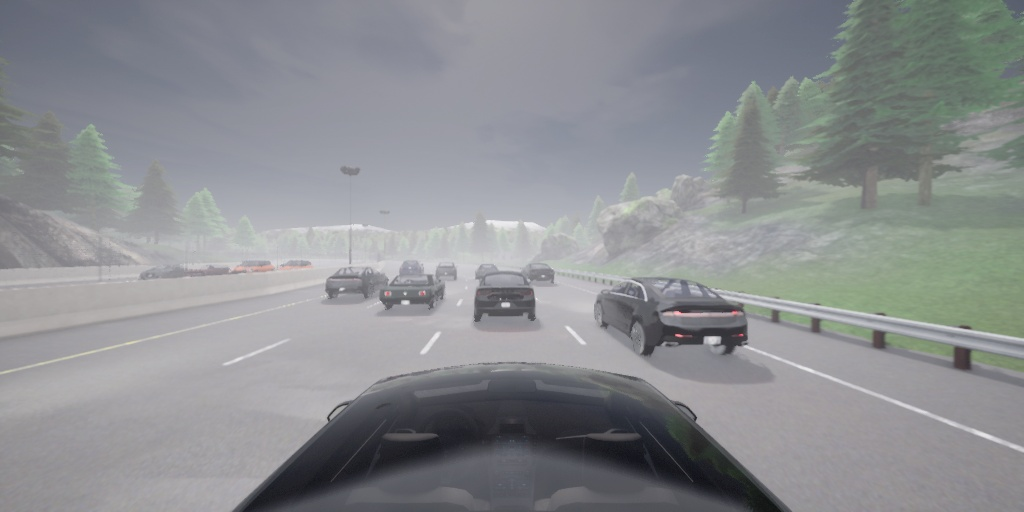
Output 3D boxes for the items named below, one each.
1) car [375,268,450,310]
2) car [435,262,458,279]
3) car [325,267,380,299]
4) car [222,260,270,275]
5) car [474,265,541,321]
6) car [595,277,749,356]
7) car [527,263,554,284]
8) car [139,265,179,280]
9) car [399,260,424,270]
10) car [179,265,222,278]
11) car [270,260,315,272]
[{"bbox_3d":[-3.942,1.378,15.027,1.895,1.301,4.718,0,0,-4],"label":"car"},{"bbox_3d":[-5.972,1.298,32.827,2.128,1.511,4.902,0,0,-9],"label":"car"},{"bbox_3d":[-7.728,1.281,18.302,2.128,1.511,4.902,0,0,-5],"label":"car"},{"bbox_3d":[-23.730,1.193,32.878,2.097,1.767,4.553,0,0,-10],"label":"car"},{"bbox_3d":[-0.311,1.244,12.671,1.882,1.535,5.008,0,0,-3],"label":"car"},{"bbox_3d":[3.379,1.244,8.601,2.128,1.511,4.902,0,0,-2],"label":"car"},{"bbox_3d":[1.868,1.260,27.334,1.882,1.535,5.008,0,0,-7],"label":"car"},{"bbox_3d":[-30.673,1.468,32.004,1.994,1.385,4.181,0,0,-10],"label":"car"},{"bbox_3d":[-10.137,1.173,36.463,2.097,1.767,4.553,0,0,-10],"label":"car"},{"bbox_3d":[-27.219,1.455,32.572,1.895,1.301,4.718,0,0,-10],"label":"car"},{"bbox_3d":[-20.325,1.189,33.773,2.097,1.767,4.553,0,0,-10],"label":"car"}]
